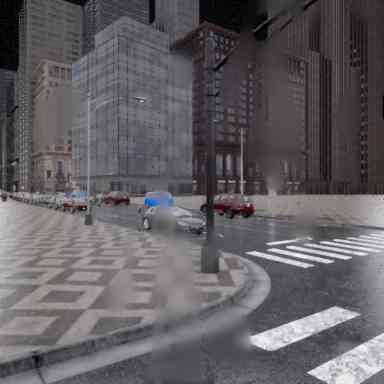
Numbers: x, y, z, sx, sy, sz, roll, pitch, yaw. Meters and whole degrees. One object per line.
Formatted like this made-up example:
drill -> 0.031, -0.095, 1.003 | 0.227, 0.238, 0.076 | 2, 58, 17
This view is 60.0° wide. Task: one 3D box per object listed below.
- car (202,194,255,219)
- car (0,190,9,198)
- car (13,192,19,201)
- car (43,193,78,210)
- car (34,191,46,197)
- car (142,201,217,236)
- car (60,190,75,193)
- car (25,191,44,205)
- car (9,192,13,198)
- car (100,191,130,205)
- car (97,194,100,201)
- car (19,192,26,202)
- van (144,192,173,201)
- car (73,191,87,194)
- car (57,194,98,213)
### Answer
car -> 2.748, 1.049, 26.367 | 2.192, 1.841, 5.009 | 1, 0, -36
car -> -39.086, 0.610, 70.303 | 1.947, 1.339, 4.313 | 1, 0, -36
car -> -26.399, 0.701, 52.529 | 1.967, 1.590, 4.097 | 1, 0, -36
car -> -13.715, 1.074, 34.754 | 2.008, 1.369, 4.403 | 1, 0, -36
car -> -38.487, 0.494, 84.139 | 1.887, 1.381, 4.507 | 0, 0, -36
car -> -1.031, 1.366, 16.981 | 2.008, 1.369, 4.403 | 1, 0, -36
car -> -21.881, 0.777, 56.431 | 1.812, 1.442, 4.674 | 0, 1, -35
car -> -20.058, 0.939, 43.642 | 2.008, 1.369, 4.403 | 1, 0, -36
car -> -29.572, 0.747, 56.973 | 1.887, 1.381, 4.507 | 1, 0, -36
car -> -9.939, 0.765, 44.144 | 2.192, 1.841, 5.009 | 1, 0, -36
car -> -13.114, 0.933, 48.589 | 2.008, 1.369, 4.403 | 1, 0, -36
car -> -23.229, 0.874, 48.086 | 2.008, 1.369, 4.403 | 1, 0, -36
van -> -3.596, 0.929, 35.255 | 1.690, 1.788, 3.998 | 1, 0, -36
car -> -16.159, 0.966, 48.414 | 1.895, 1.301, 4.718 | 0, 1, -36
car -> -10.544, 1.139, 30.311 | 1.887, 1.381, 4.507 | 1, 0, -36
